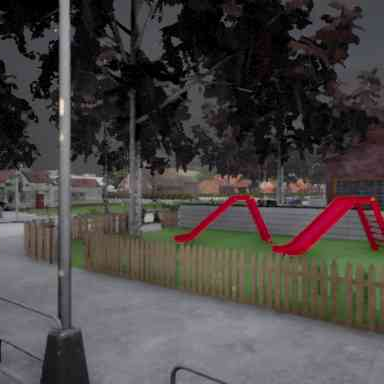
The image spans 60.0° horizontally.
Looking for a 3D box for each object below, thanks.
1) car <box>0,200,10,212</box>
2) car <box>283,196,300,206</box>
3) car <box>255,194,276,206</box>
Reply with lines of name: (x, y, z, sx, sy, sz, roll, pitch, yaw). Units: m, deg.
car: (-20.050, 1.311, 33.261, 4.181, 1.381, 1.994, 0, 0, 35)
car: (16.557, 1.527, 55.203, 1.812, 1.442, 4.674, 0, 0, 35)
car: (10.646, 1.480, 46.822, 1.882, 1.535, 5.008, 0, 0, 36)
